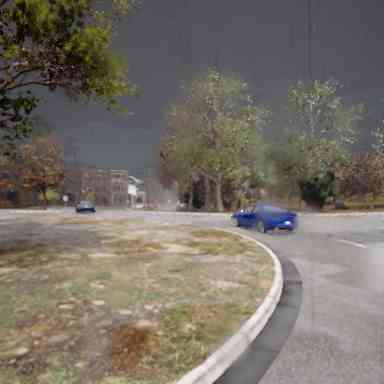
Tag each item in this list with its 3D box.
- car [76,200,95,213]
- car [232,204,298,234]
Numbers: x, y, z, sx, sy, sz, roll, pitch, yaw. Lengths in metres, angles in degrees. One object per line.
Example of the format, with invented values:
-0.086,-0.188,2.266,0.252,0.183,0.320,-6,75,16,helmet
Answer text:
-11.929,1.559,37.314,1.994,1.385,4.181,0,-1,-19,car
4.088,1.462,19.540,1.882,1.535,5.008,1,0,-20,car
